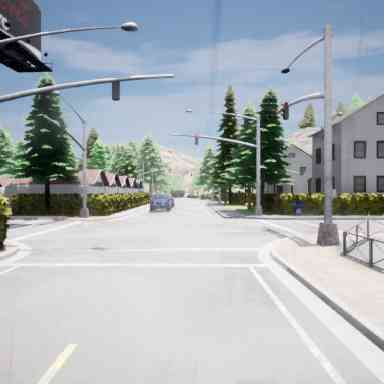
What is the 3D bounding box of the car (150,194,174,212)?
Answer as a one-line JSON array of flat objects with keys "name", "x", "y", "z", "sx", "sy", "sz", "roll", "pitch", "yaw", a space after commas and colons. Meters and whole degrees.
[{"name": "car", "x": -3.612, "y": 1.221, "z": 39.025, "sx": 2.150, "sy": 2.045, "sz": 5.566, "roll": 0, "pitch": 0, "yaw": 0}]
